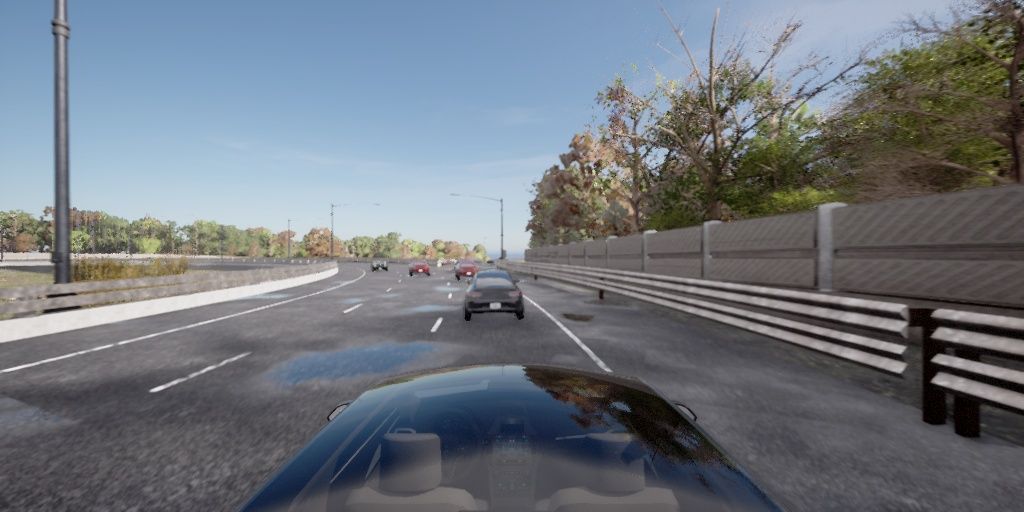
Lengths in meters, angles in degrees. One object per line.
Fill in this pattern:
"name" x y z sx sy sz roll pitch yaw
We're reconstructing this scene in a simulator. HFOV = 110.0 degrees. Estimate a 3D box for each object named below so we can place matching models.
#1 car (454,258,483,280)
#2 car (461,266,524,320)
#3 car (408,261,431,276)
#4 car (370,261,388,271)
"car" -3.805 1.187 30.222 1.812 1.442 4.674 0 0 -11
"car" -0.678 1.239 12.449 1.812 1.442 4.674 0 0 -5
"car" -9.292 1.186 35.804 1.812 1.442 4.674 0 0 -18
"car" -17.084 1.253 45.953 1.895 1.301 4.718 0 0 -25
